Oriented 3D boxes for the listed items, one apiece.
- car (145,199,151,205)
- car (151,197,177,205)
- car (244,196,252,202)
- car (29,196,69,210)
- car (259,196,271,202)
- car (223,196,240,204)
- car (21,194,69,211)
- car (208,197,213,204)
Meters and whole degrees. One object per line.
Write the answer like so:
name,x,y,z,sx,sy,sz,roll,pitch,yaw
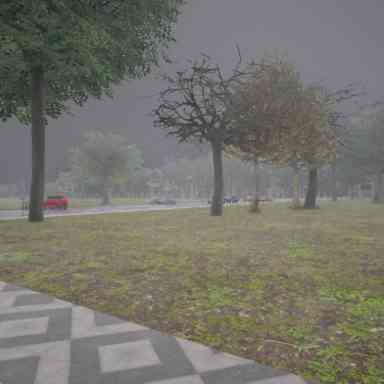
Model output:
car,-6.633,1.640,62.026,2.128,1.511,4.902,-1,-1,36
car,-4.625,1.674,59.260,1.994,1.385,4.181,-1,-1,36
car,14.008,1.673,79.890,1.812,1.442,4.674,-1,-1,35
car,-19.081,1.462,44.626,2.097,1.767,4.553,-1,-1,35
car,17.262,1.669,78.860,1.994,1.385,4.181,-1,-1,35
car,7.565,1.573,65.009,1.837,1.490,4.892,-1,-1,35
car,-17.885,1.296,40.700,2.150,2.045,5.566,-1,-1,35
car,4.906,1.667,66.880,1.994,1.385,4.181,-1,-1,35
